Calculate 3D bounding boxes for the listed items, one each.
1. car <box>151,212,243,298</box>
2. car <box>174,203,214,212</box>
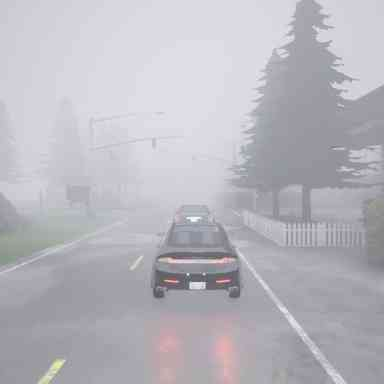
[{"bbox_3d":[0.097,1.492,8.477,2.128,1.511,4.902,0,0,0],"label":"car"},{"bbox_3d":[0.094,1.352,17.631,2.097,1.767,4.553,0,0,0],"label":"car"}]
